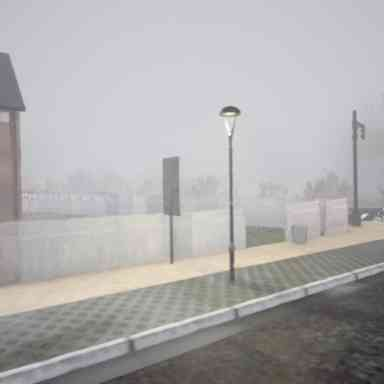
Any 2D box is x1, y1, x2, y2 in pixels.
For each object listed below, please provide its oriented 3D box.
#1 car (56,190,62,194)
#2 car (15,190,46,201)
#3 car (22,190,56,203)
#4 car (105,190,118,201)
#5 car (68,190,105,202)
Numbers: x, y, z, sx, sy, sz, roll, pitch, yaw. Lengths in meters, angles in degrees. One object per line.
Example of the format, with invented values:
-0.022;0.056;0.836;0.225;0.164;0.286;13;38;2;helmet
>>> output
-22.926;0.413;53.242;4.892;1.490;1.837;1;1;28;car
-24.436;0.502;50.364;4.674;1.442;1.812;1;1;28;car
-19.087;0.554;40.041;4.553;1.767;2.097;1;2;29;car
-12.842;0.499;47.825;4.902;1.511;2.128;0;1;29;car
-14.560;0.679;45.066;4.718;1.301;1.895;1;2;29;car
